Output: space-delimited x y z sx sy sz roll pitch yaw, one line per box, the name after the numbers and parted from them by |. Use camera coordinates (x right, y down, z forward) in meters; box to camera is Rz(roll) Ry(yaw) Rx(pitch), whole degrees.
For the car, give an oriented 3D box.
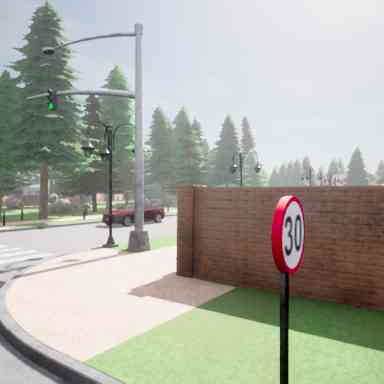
-3.957 1.462 23.114 1.882 1.535 5.008 0 0 35 | car
